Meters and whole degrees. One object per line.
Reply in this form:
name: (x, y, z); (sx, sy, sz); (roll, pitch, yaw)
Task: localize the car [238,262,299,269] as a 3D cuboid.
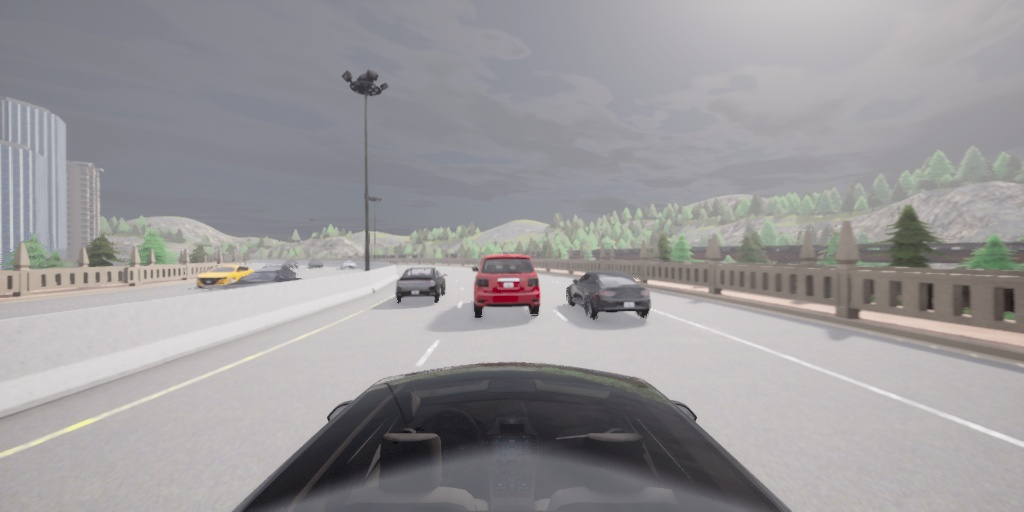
car: (-16.181, 1.394, 24.377); (1.812, 1.442, 4.674); (0, 0, -12)

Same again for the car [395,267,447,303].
car: (-4.179, 1.260, 16.909); (2.128, 1.511, 4.902); (0, 0, -6)

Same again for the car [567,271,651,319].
car: (3.219, 1.233, 12.573); (1.812, 1.442, 4.674); (0, 0, -4)

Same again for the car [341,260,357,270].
car: (-25.879, 1.439, 56.881); (1.812, 1.442, 4.674); (0, 0, -32)

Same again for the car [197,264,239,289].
car: (-19.980, 1.379, 25.346); (1.882, 1.535, 5.008); (0, 0, -14)

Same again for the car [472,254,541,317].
car: (-0.302, 0.960, 13.413); (2.150, 2.045, 5.566); (0, 0, -4)

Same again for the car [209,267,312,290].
car: (-11.390, 1.398, 16.651); (1.994, 1.385, 4.181); (0, 0, -7)
